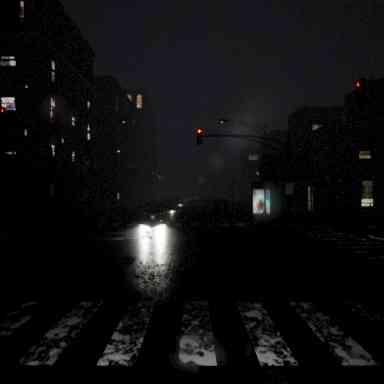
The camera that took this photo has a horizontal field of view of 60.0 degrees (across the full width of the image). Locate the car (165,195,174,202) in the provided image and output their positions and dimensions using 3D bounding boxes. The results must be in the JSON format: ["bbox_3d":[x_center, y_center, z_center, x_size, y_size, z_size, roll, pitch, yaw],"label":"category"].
[{"bbox_3d":[-5.627,1.588,82.897,1.752,1.417,4.829,-1,0,0],"label":"car"}]

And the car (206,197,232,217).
[{"bbox_3d":[2.711,1.444,31.803,1.967,1.590,4.097,0,0,0],"label":"car"}]

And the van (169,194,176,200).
[{"bbox_3d":[-5.618,1.425,94.461,1.690,1.788,3.998,-1,0,0],"label":"van"}]

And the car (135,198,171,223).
[{"bbox_3d":[-2.866,1.490,25.310,2.128,1.511,4.902,0,0,-4],"label":"car"}]

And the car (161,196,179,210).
[{"bbox_3d":[-3.064,1.559,42.435,2.033,1.411,5.357,0,0,0],"label":"car"}]

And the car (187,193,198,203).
[{"bbox_3d":[0.145,1.265,70.516,2.150,2.045,5.566,0,0,0],"label":"car"}]

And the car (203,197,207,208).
[{"bbox_3d":[2.721,1.595,43.197,1.802,1.307,4.206,0,0,0],"label":"car"}]

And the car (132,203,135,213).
[{"bbox_3d":[-5.664,1.559,37.495,2.008,1.369,4.403,0,0,0],"label":"car"}]

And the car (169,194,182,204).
[{"bbox_3d":[-2.957,1.512,64.069,1.882,1.535,5.008,0,0,0],"label":"car"}]

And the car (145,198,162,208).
[{"bbox_3d":[-5.655,1.569,48.888,2.008,1.369,4.403,0,0,0],"label":"car"}]

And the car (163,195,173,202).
[{"bbox_3d":[-5.633,1.493,77.370,1.967,1.590,4.097,0,0,0],"label":"car"}]

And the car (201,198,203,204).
[{"bbox_3d":[2.726,1.569,48.894,2.008,1.369,4.403,0,0,0],"label":"car"}]

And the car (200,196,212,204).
[{"bbox_3d":[2.740,1.588,65.983,2.008,1.369,4.403,-1,0,0],"label":"car"}]
